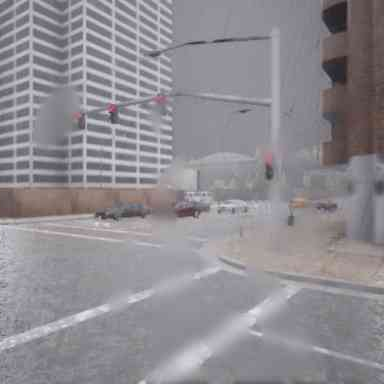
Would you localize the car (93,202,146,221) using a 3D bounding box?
[{"bbox_3d":[-5.579,1.566,27.829,2.033,1.411,5.357,0,0,35],"label":"car"}]

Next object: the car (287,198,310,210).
[{"bbox_3d":[13.882,1.490,42.942,1.882,1.535,5.008,0,0,35],"label":"car"}]

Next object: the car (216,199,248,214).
[{"bbox_3d":[4.437,1.542,35.930,1.812,1.442,4.674,0,0,36],"label":"car"}]

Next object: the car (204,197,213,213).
[{"bbox_3d":[0.183,1.583,35.982,1.994,1.385,4.181,0,0,35],"label":"car"}]

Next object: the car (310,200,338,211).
[{"bbox_3d":[16.204,1.610,40.161,1.895,1.301,4.718,0,0,35],"label":"car"}]

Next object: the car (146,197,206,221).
[{"bbox_3d":[-1.207,1.493,27.953,1.882,1.535,5.008,0,0,35],"label":"car"}]
